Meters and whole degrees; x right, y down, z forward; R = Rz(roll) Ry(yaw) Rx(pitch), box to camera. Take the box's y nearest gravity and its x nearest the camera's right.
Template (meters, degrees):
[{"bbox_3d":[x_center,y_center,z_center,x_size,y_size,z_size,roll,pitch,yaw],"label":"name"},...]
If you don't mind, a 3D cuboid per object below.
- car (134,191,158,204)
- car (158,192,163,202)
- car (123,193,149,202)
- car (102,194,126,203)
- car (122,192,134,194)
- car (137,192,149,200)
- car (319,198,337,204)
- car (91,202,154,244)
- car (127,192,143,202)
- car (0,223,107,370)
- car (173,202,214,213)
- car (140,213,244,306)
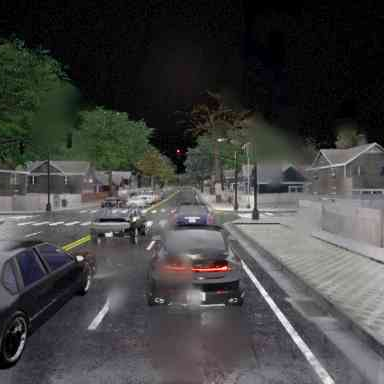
[{"bbox_3d":[-6.882,0.852,50.689,2.150,2.045,5.566,0,1,0],"label":"car"},{"bbox_3d":[-6.920,0.822,60.578,2.097,1.767,4.553,0,1,0],"label":"car"},{"bbox_3d":[-6.824,1.254,41.012,1.812,1.442,4.674,0,1,0],"label":"car"},{"bbox_3d":[-10.089,1.282,42.090,1.994,1.385,4.181,0,1,0],"label":"car"},{"bbox_3d":[-10.131,0.982,50.778,2.097,1.767,4.553,0,1,0],"label":"car"},{"bbox_3d":[-10.152,0.831,69.151,1.994,1.385,4.181,0,1,0],"label":"car"},{"bbox_3d":[12.416,1.268,30.835,4.674,1.442,1.812,0,1,-3],"label":"car"},{"bbox_3d":[-3.236,1.440,15.378,2.128,1.511,4.902,0,0,0],"label":"car"},{"bbox_3d":[-10.169,0.844,59.479,2.097,1.767,4.553,0,1,0],"label":"car"},{"bbox_3d":[-3.173,1.539,5.624,2.033,1.411,5.357,0,0,0],"label":"car"},{"bbox_3d":[0.072,1.290,17.035,2.097,1.767,4.553,0,0,2],"label":"car"},{"bbox_3d":[0.062,1.489,7.969,1.837,1.490,4.892,0,0,0],"label":"car"}]
